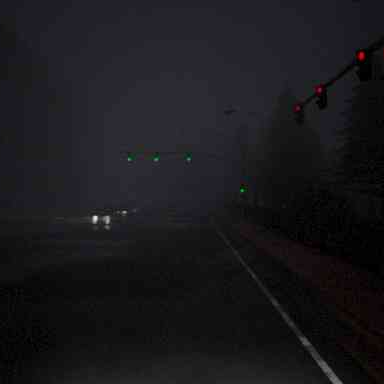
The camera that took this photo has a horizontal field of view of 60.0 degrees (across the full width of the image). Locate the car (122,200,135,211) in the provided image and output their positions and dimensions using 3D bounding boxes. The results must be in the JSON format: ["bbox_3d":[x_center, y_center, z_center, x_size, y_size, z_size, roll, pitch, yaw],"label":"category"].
[{"bbox_3d":[-10.641,2.231,51.715,2.033,1.411,5.357,0,-1,-1],"label":"car"}]

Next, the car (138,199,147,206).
[{"bbox_3d":[-12.326,2.555,79.934,1.837,1.490,4.892,1,-1,-41],"label":"car"}]

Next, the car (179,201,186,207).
[{"bbox_3d":[-2.820,2.479,70.104,1.994,1.385,4.181,0,-1,-22],"label":"car"}]

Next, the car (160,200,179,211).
[{"bbox_3d":[-3.423,2.207,51.600,1.812,1.442,4.674,0,-1,-1],"label":"car"}]

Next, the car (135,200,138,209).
[{"bbox_3d":[-11.496,2.295,61.922,1.882,1.535,5.008,0,-1,-12],"label":"car"}]

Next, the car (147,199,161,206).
[{"bbox_3d":[-8.140,2.558,80.189,1.837,1.490,4.892,1,-1,-37],"label":"car"}]

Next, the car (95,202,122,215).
[{"bbox_3d":[-10.573,2.149,41.494,1.895,1.301,4.718,0,-1,0],"label":"car"}]
